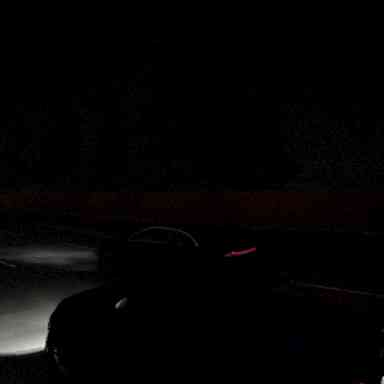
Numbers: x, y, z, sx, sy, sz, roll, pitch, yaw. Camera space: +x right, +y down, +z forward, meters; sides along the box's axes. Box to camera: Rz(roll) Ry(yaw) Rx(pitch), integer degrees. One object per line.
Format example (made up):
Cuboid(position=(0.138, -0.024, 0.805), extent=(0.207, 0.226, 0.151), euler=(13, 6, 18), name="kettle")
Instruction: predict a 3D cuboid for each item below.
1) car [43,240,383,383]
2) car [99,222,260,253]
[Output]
Cuboid(position=(0.047, 1.596, 4.080), extent=(4.181, 1.385, 1.994), euler=(-1, -1, 36), name="car")
Cuboid(position=(-0.561, 1.563, 8.925), extent=(4.902, 1.511, 2.128), euler=(-1, -1, 38), name="car")
